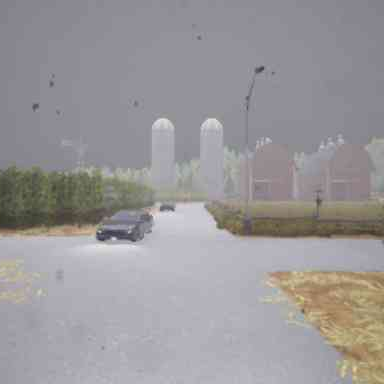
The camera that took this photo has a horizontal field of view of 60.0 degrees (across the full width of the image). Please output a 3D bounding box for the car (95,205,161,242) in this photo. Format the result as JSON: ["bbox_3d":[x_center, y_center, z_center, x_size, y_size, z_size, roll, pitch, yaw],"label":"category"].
[{"bbox_3d":[-3.213,1.621,17.245,2.033,1.411,5.357,0,1,5],"label":"car"}]

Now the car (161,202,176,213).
[{"bbox_3d":[-3.087,1.890,42.527,1.895,1.301,4.718,0,0,0],"label":"car"}]
